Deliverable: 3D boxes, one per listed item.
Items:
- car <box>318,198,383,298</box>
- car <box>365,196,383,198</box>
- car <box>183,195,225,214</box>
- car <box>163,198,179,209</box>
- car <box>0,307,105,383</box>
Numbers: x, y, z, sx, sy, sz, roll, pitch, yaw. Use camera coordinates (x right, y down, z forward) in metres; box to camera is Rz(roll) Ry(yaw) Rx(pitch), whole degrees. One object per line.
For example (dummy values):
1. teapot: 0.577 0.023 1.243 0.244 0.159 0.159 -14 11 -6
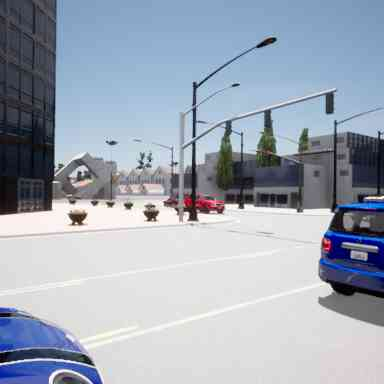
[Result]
1. car: 5.179 1.237 7.497 5.566 2.045 2.150 0 0 -35
2. car: 15.496 1.400 27.997 5.566 2.045 2.150 1 0 -36
3. car: 1.267 1.309 36.702 2.150 2.045 5.566 1 -1 -35
4. car: -2.442 1.616 48.355 1.882 1.535 5.008 1 -1 -35
5. car: -2.748 1.352 1.782 4.553 1.767 2.097 0 0 -35
